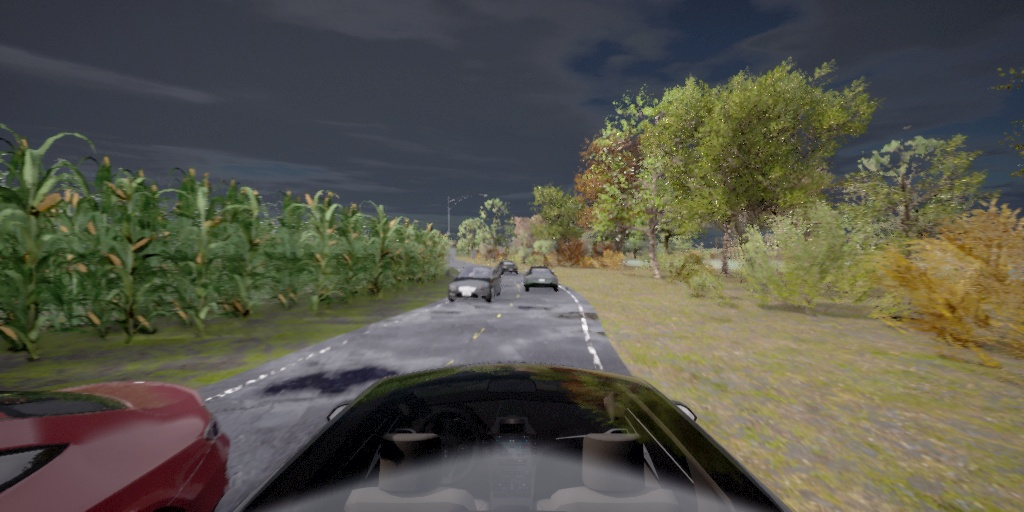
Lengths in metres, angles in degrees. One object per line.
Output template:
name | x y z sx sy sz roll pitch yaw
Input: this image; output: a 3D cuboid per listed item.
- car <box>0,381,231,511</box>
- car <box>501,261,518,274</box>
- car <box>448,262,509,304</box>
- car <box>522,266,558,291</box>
car | -2.664 1.247 0.380 1.812 1.442 4.674 1 0 0
car | -0.610 1.231 39.708 1.812 1.442 4.674 1 0 -12
car | -1.548 1.216 16.423 2.128 1.511 4.902 1 0 5
car | 1.675 1.326 22.117 1.994 1.385 4.181 1 0 0
